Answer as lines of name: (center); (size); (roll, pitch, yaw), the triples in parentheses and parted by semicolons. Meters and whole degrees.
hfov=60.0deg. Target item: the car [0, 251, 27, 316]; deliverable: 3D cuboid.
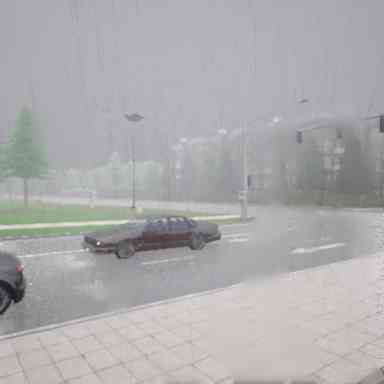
car: (-5.205, 1.563, 5.775); (4.181, 1.385, 1.994); (0, 0, -35)

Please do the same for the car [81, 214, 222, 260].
car: (-1.343, 1.560, 12.758); (5.357, 1.411, 2.033); (0, 0, -35)
